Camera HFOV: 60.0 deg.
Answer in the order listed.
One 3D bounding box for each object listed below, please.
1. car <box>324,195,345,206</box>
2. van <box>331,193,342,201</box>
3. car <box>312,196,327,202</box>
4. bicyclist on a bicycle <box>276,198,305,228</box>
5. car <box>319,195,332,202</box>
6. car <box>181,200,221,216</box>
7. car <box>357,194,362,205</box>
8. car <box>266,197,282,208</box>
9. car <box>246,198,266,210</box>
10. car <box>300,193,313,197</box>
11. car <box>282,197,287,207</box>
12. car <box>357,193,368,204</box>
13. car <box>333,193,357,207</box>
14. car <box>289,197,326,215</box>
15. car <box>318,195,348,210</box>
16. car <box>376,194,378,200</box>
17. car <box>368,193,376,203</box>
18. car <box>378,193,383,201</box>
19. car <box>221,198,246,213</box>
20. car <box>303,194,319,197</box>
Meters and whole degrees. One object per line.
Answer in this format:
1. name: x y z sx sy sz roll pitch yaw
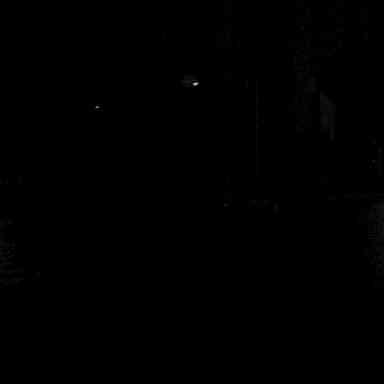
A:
1. car: 22.914 1.320 53.346 2.128 1.511 4.902 -1 0 35
2. van: 35.969 1.185 82.650 1.690 1.788 3.998 -1 0 35
3. car: 26.336 1.418 68.743 1.947 1.339 4.313 0 0 35
4. bicyclist on a bicycle: 5.385 1.177 18.336 1.656 1.620 0.582 -1 0 35
5. car: 29.547 1.426 73.377 1.802 1.307 4.206 0 0 35
6. car: 0.641 1.524 31.658 1.802 1.307 4.206 0 0 35
7. car: 23.702 1.377 49.973 1.947 1.339 4.313 0 0 35
8. car: 10.179 1.426 45.424 1.752 1.417 4.829 0 0 35
9. car: 7.065 1.494 40.929 1.802 1.307 4.206 0 0 35
10. car: 19.911 1.415 59.471 1.887 1.381 4.507 0 0 35
11. car: 13.488 1.455 50.200 1.947 1.339 4.313 0 0 35
12. car: 26.913 1.117 54.609 2.192 1.841 5.009 0 0 35
13. car: 20.490 1.136 45.340 2.192 1.841 5.009 0 0 35
14. car: 10.857 1.424 31.434 1.947 1.339 4.313 0 0 35
15. car: 17.279 1.377 40.704 1.887 1.381 4.507 0 0 35
16. car: 36.645 1.302 68.653 1.752 1.417 4.829 -1 0 35
17. car: 33.336 1.099 63.880 2.192 1.841 5.009 0 0 35
18. car: 42.971 1.358 77.783 1.802 1.307 4.206 -1 0 35
19. car: 3.852 1.366 36.293 1.967 1.590 4.097 0 0 35
20. car: 16.995 1.338 44.800 2.128 1.511 4.902 -1 0 35
